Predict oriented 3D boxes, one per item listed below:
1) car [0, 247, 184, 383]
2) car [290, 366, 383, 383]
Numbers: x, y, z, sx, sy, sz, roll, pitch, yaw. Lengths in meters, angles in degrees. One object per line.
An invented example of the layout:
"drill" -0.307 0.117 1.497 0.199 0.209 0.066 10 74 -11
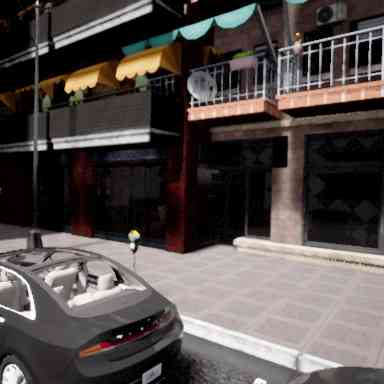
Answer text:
"car" -2.144 1.427 4.427 4.403 1.369 2.008 2 1 36
"car" 2.342 1.588 1.193 4.403 1.369 2.008 2 1 36
